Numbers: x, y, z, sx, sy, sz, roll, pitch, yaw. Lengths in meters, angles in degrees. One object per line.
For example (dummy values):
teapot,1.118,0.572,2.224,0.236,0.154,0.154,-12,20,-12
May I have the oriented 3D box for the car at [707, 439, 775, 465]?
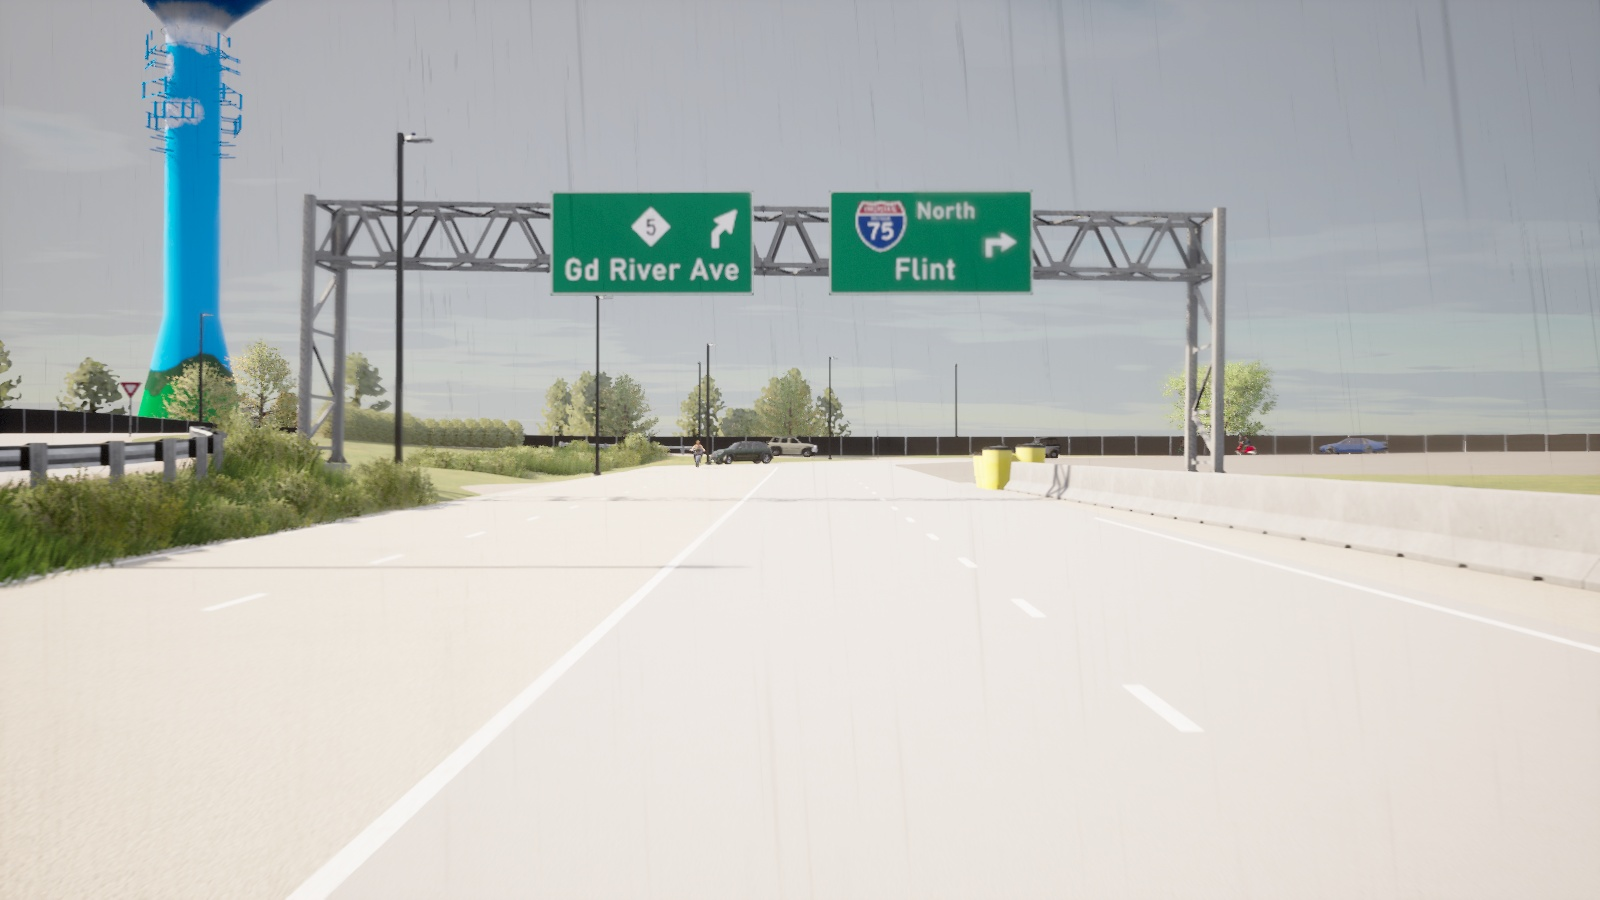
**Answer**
car,-4.349,0.173,92.488,4.553,1.767,2.097,-1,0,-24
